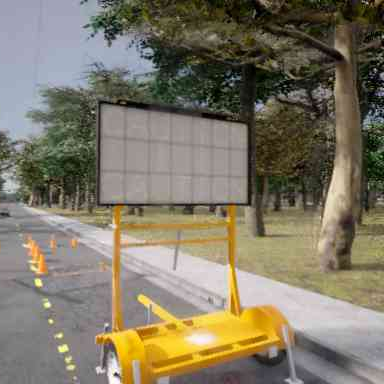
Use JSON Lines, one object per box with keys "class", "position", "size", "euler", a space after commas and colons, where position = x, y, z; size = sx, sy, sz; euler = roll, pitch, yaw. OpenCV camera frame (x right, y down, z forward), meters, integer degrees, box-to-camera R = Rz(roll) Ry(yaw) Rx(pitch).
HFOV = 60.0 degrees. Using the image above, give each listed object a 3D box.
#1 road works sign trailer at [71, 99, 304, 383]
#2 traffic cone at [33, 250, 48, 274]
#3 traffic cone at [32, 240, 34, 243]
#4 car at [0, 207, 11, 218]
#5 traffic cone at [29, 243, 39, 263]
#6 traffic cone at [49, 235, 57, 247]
{"class": "road works sign trailer", "position": [-0.258, 0.598, 4.876], "size": [2.380, 3.560, 2.880], "euler": [1, -2, -29]}
{"class": "traffic cone", "position": [-4.684, 2.220, 10.387], "size": [0.340, 0.580, 0.340], "euler": [1, -2, -29]}
{"class": "traffic cone", "position": [-6.627, 2.307, 13.883], "size": [0.340, 0.580, 0.340], "euler": [1, -2, -29]}
{"class": "car", "position": [-25.309, 2.657, 44.252], "size": [2.033, 1.411, 5.357], "euler": [1, -2, -29]}
{"class": "traffic cone", "position": [-5.656, 2.263, 12.135], "size": [0.340, 0.580, 0.340], "euler": [1, -2, -29]}
{"class": "traffic cone", "position": [-6.725, 2.365, 16.116], "size": [0.340, 0.580, 0.340], "euler": [1, -2, -29]}
